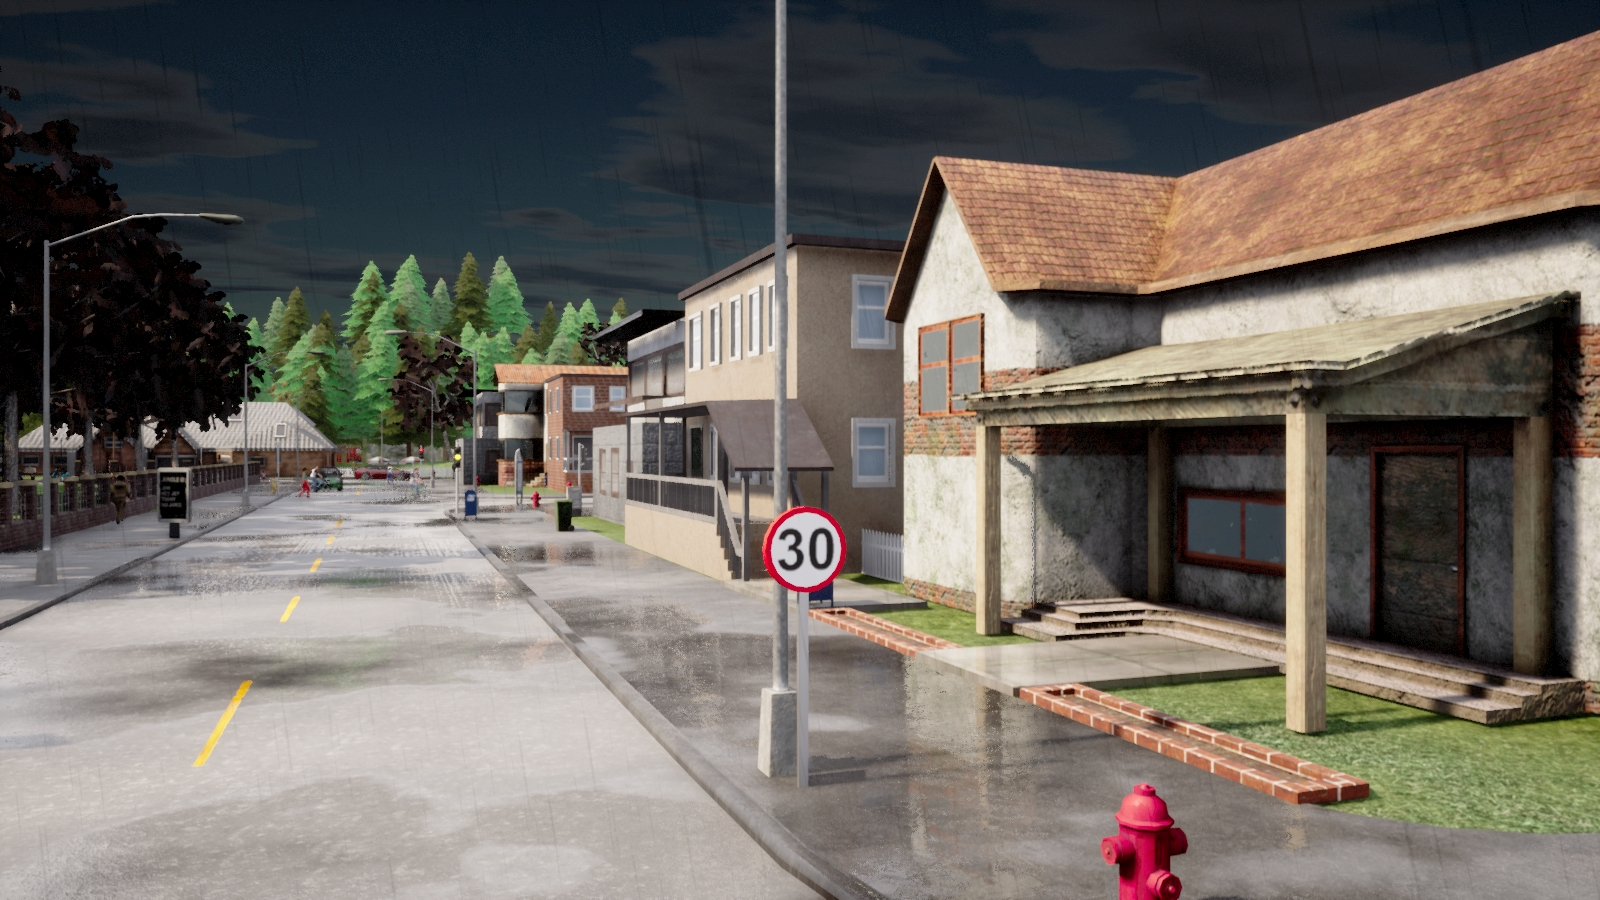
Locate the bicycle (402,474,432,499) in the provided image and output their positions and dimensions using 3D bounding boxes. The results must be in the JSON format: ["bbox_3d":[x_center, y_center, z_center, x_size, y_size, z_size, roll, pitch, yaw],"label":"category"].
[{"bbox_3d":[-20.494,1.937,61.119,1.643,1.296,0.373,0,-2,20],"label":"bicycle"}]

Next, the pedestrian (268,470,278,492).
[{"bbox_3d":[-30.942,1.803,67.038,0.375,1.300,0.375,0,0,18],"label":"pedestrian"}]

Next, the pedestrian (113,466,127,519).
[{"bbox_3d":[-24.447,1.523,41.061,0.375,1.860,0.375,0,0,-20],"label":"pedestrian"}]

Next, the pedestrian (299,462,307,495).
[{"bbox_3d":[-28.090,1.628,64.564,0.375,1.860,0.375,0,0,-36],"label":"pedestrian"}]
